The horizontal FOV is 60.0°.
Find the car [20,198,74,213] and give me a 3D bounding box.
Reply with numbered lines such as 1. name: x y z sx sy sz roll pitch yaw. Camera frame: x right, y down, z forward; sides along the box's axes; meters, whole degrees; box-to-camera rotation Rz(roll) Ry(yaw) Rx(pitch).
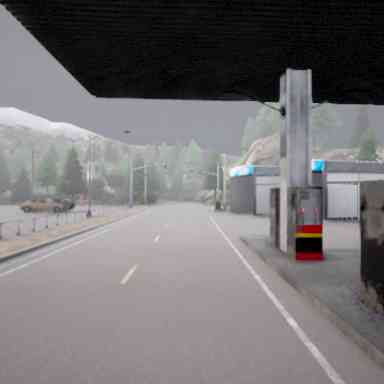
1. car: -16.446 1.526 37.217 5.027 1.636 2.152 0 0 -1

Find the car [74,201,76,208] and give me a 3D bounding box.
1. car: -16.517 1.552 40.353 4.514 1.523 2.007 0 0 -1
